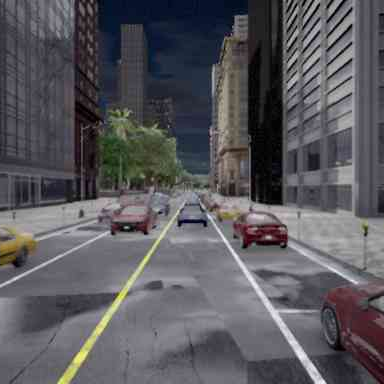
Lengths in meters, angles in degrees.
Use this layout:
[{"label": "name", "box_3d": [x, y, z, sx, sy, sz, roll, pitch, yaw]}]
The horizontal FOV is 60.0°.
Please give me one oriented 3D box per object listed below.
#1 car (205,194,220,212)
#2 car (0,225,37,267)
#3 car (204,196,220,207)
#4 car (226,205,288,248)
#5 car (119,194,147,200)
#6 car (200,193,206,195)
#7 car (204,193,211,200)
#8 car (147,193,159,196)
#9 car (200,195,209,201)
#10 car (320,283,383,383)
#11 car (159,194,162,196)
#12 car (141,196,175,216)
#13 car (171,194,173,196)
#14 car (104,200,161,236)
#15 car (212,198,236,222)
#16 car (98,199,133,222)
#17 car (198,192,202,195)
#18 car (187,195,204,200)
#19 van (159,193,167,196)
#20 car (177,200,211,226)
[{"label": "car", "box_3d": [2.752, 1.298, 35.891, 1.967, 1.590, 4.097, 0, 0, 0]}, {"label": "car", "box_3d": [-5.767, 1.490, 8.600, 1.752, 1.417, 4.829, 0, 0, 0]}, {"label": "car", "box_3d": [2.749, 1.365, 46.741, 1.887, 1.381, 4.507, 0, 0, 0]}, {"label": "car", "box_3d": [2.757, 1.485, 14.191, 1.887, 1.381, 4.507, 0, 0, 0]}, {"label": "car", "box_3d": [-5.772, 1.193, 30.474, 2.192, 1.841, 5.009, 0, 0, 0]}, {"label": "car", "box_3d": [2.748, 1.308, 57.761, 1.752, 1.417, 4.829, 0, 0, 0]}, {"label": "car", "box_3d": [2.751, 1.278, 41.316, 1.967, 1.590, 4.097, 0, 0, 0]}, {"label": "car", "box_3d": [-5.775, 1.155, 41.326, 2.192, 1.841, 5.009, 0, 0, 0]}, {"label": "car", "box_3d": [2.746, 1.291, 73.867, 1.947, 1.339, 4.313, 0, 0, 0]}, {"label": "car", "box_3d": [2.759, 1.567, 3.341, 1.802, 1.307, 4.206, 0, 0, 0]}, {"label": "car", "box_3d": [-5.775, 1.366, 46.752, 1.887, 1.381, 4.507, 0, 0, 0]}, {"label": "car", "box_3d": [-3.006, 1.369, 30.646, 2.128, 1.511, 4.902, 0, 0, 0]}, {"label": "car", "box_3d": [-5.780, 1.309, 73.883, 1.802, 1.307, 4.206, 0, 0, 0]}, {"label": "car", "box_3d": [-3.050, 1.403, 18.126, 1.882, 1.535, 5.008, 0, 0, 1]}, {"label": "car", "box_3d": [2.755, 1.422, 25.211, 1.752, 1.417, 4.829, 0, 0, 0]}, {"label": "car", "box_3d": [-5.770, 1.481, 25.049, 1.802, 1.307, 4.206, 0, 0, 0]}, {"label": "car", "box_3d": [2.746, 1.080, 63.015, 2.192, 1.841, 5.009, 0, 0, 0]}, {"label": "car", "box_3d": [0.071, 1.395, 38.869, 2.033, 1.411, 5.357, 0, 0, 0]}, {"label": "van", "box_3d": [-5.778, 1.126, 57.604, 1.690, 1.788, 3.998, 0, 0, 0]}, {"label": "car", "box_3d": [0.049, 1.472, 22.436, 1.994, 1.385, 4.181, 0, 0, 1]}]
